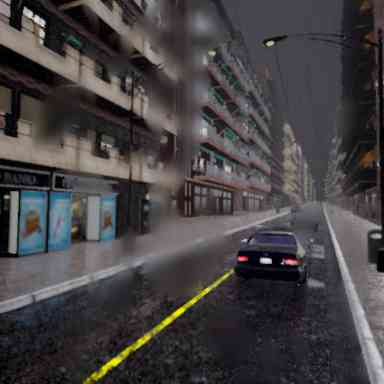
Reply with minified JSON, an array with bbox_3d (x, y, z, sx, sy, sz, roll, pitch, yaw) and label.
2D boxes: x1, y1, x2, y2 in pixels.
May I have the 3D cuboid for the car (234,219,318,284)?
[{"bbox_3d":[2.761,1.819,10.562,2.033,1.411,5.357,0,-2,22],"label":"car"}]

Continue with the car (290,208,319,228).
[{"bbox_3d":[9.098,2.297,26.760,1.994,1.385,4.181,0,-2,22],"label":"car"}]

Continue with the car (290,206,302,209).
[{"bbox_3d":[18.441,3.128,58.549,2.033,1.411,5.357,0,-2,22],"label":"car"}]
